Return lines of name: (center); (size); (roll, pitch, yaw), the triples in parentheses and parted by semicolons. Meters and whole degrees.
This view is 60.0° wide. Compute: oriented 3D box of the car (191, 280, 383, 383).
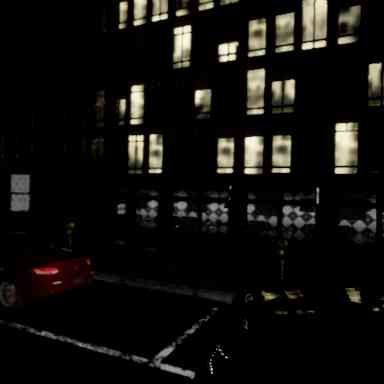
car: (2.770, 1.342, 2.292); (5.566, 2.045, 2.150); (1, -1, 25)

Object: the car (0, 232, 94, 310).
car: (-4.138, 1.552, 7.425); (4.206, 1.307, 1.802); (1, -1, 25)
